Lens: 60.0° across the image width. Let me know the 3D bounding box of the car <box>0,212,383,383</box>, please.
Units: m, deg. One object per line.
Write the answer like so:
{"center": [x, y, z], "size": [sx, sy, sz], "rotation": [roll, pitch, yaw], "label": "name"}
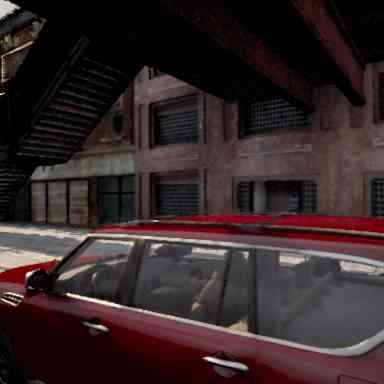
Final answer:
{"center": [-0.063, 1.243, 3.358], "size": [5.566, 2.045, 2.435], "rotation": [-1, 0, 35], "label": "car"}
